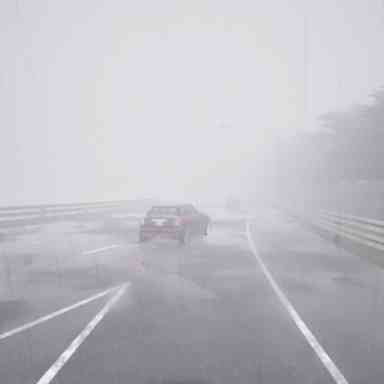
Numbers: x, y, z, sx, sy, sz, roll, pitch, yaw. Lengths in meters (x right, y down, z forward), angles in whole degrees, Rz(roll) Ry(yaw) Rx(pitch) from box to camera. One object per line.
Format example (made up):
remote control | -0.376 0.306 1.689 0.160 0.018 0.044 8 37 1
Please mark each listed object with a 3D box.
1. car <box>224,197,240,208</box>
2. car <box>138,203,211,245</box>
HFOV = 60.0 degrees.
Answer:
car | 5.481 1.387 45.431 2.128 1.511 4.902 1 0 3
car | -0.640 1.296 15.477 2.097 1.767 4.553 0 0 19
